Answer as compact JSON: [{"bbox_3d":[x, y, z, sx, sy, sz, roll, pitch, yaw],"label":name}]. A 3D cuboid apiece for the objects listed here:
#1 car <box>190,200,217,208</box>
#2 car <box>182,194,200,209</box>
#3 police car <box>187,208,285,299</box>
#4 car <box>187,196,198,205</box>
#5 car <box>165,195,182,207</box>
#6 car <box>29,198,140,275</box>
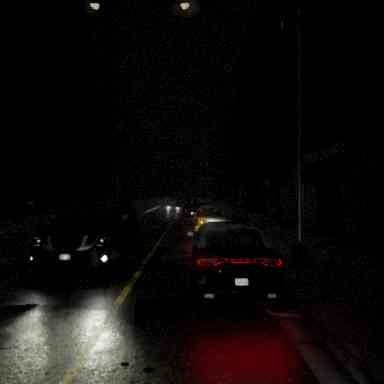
[{"bbox_3d":[0.906,1.468,18.701,1.801,1.575,5.366,0,0,0],"label":"car"},{"bbox_3d":[0.030,1.412,46.599,2.097,1.767,4.553,0,0,0],"label":"car"},{"bbox_3d":[0.903,1.429,8.619,1.930,1.638,5.238,0,0,0],"label":"police car"},{"bbox_3d":[0.019,1.571,60.343,1.882,1.535,5.008,0,0,0],"label":"car"},{"bbox_3d":[-3.072,1.603,54.542,1.812,1.442,4.674,0,0,0],"label":"car"},{"bbox_3d":[-3.098,1.226,10.860,2.150,2.045,5.566,0,0,0],"label":"car"}]
